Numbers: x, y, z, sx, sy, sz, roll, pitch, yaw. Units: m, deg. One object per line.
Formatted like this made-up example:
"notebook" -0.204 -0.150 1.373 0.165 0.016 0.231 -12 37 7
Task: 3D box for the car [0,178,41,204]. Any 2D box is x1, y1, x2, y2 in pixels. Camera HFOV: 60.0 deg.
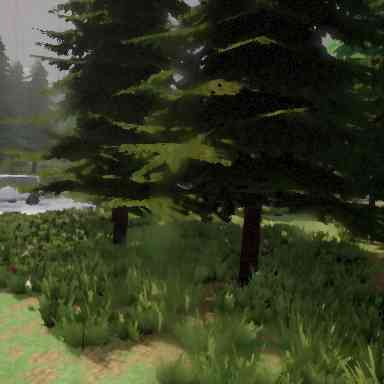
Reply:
"car" -12.151 -0.135 21.329 2.150 2.045 5.566 5 3 22
